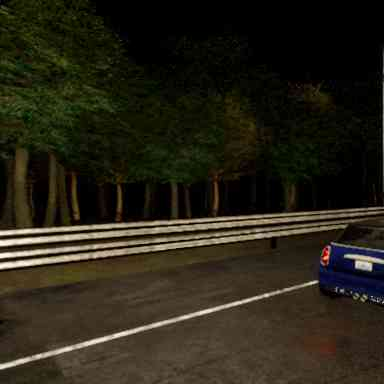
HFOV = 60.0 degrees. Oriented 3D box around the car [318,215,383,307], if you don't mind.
[{"bbox_3d":[4.785,1.320,7.157,4.553,1.767,2.097,0,0,-35],"label":"car"}]
